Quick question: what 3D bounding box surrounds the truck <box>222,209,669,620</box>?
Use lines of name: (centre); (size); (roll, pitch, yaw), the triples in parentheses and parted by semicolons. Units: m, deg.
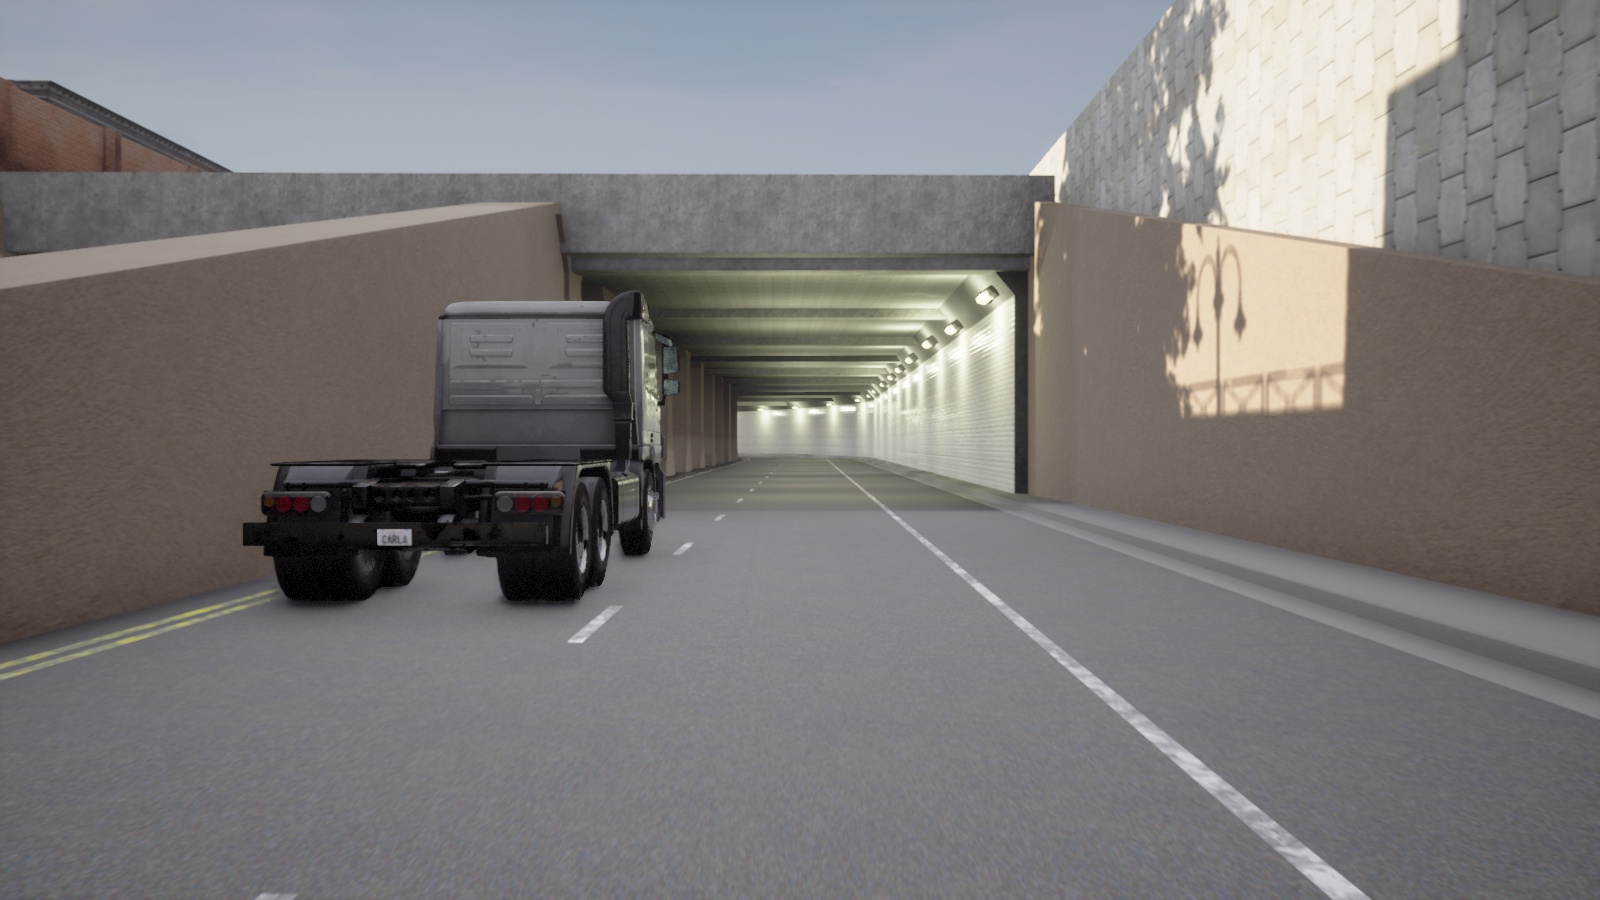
truck: (-3.403, -0.320, 14.550); (2.891, 3.462, 7.936); (0, 0, 0)
